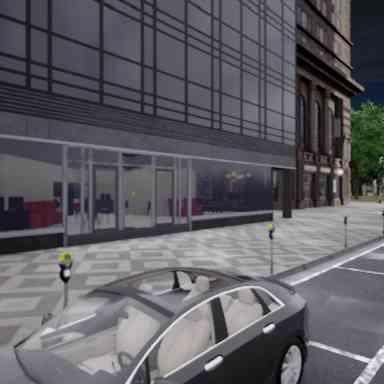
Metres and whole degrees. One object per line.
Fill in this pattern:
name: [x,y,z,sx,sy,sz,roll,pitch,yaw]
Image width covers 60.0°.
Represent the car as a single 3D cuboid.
car: [-0.368,1.551,3.232,2.008,1.369,4.403,0,0,43]
